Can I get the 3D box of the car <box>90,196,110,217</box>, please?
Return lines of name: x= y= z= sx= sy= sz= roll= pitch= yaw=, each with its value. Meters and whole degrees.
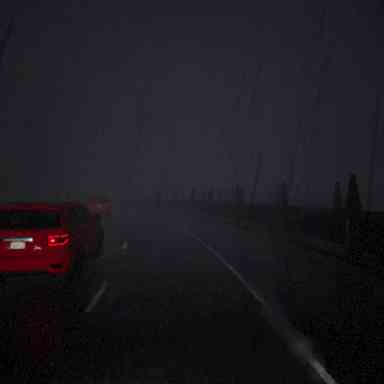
car: x=-9.715 y=1.446 z=34.158 sx=2.150 sy=2.045 sz=5.566 roll=0 pitch=0 yaw=-20

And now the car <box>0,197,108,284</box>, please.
car: x=-4.131 y=1.291 z=10.027 sx=2.150 sy=2.045 sz=5.566 roll=0 pitch=0 yaw=-6

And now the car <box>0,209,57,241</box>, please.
car: x=-8.974 y=1.731 z=18.506 sx=1.895 sy=1.301 sz=4.718 roll=0 pitch=0 yaw=-11

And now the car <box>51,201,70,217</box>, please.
car: x=-14.124 y=1.770 z=35.849 sx=1.812 sy=1.442 sz=4.674 roll=0 pitch=0 yaw=-21
